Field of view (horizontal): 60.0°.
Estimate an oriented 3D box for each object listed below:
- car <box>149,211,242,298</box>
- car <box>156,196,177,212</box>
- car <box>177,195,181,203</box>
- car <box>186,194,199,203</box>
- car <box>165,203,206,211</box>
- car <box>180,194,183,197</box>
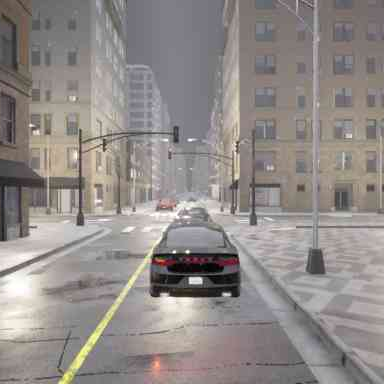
[{"bbox_3d":[0.063,1.477,8.582,1.882,1.535,5.008,0,0,0],"label":"car"},{"bbox_3d":[-3.156,1.474,39.761,1.882,1.535,5.008,0,0,-1],"label":"car"},{"bbox_3d":[-3.139,1.543,49.492,2.033,1.411,5.357,0,0,0],"label":"car"},{"bbox_3d":[-0.032,1.595,70.801,1.895,1.301,4.718,0,0,0],"label":"car"},{"bbox_3d":[0.081,1.546,18.392,2.033,1.411,5.357,0,0,6],"label":"car"},{"bbox_3d":[-3.155,1.500,59.667,1.837,1.490,4.892,0,0,0],"label":"car"}]
